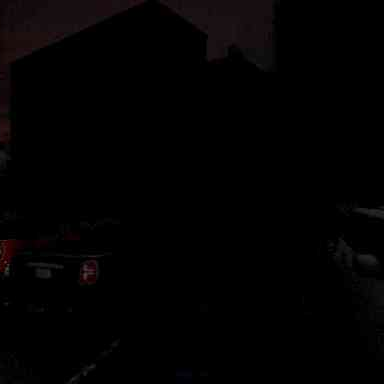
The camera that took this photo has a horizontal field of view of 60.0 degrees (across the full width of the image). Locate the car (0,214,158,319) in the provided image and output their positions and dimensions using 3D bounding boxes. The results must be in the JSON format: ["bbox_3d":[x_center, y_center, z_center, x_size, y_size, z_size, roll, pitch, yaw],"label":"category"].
[{"bbox_3d":[-1.819,1.361,7.407,2.185,1.767,4.553,0,-1,16],"label":"car"}]

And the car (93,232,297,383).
[{"bbox_3d":[0.635,1.515,5.657,2.163,1.488,4.792,1,-1,16],"label":"car"}]

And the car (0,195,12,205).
[{"bbox_3d":[-36.673,1.459,62.535,4.553,1.767,2.185,-1,-1,14],"label":"car"}]

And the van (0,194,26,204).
[{"bbox_3d":[-35.069,1.361,65.051,4.442,1.987,1.878,-1,0,14],"label":"van"}]

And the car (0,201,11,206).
[{"bbox_3d":[-9.118,1.371,12.704,2.185,1.767,4.553,0,-1,15],"label":"car"}]

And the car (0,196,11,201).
[{"bbox_3d":[-27.744,1.581,45.428,4.792,1.488,2.163,1,1,14],"label":"car"}]

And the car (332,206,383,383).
[{"bbox_3d":[3.076,1.234,3.914,2.435,2.045,5.566,1,-1,16],"label":"car"}]

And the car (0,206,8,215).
[{"bbox_3d":[-4.261,1.364,9.153,2.185,1.767,4.553,0,-1,16],"label":"car"}]

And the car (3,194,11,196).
[{"bbox_3d":[-26.090,1.302,47.891,5.566,2.045,2.435,1,1,14],"label":"car"}]
